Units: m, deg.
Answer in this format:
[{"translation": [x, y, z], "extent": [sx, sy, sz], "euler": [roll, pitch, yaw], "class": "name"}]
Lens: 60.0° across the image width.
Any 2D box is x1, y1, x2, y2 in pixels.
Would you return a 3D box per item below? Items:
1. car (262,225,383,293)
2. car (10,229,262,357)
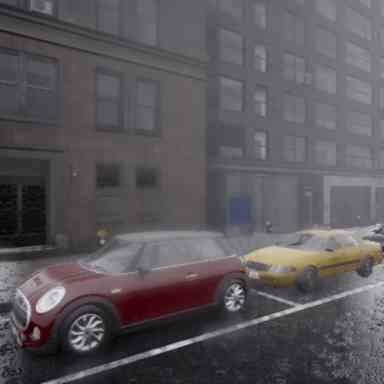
[{"translation": [3.397, 1.624, 9.083], "extent": [4.829, 1.417, 1.752], "euler": [1, -1, -35], "class": "car"}, {"translation": [-0.945, 1.472, 5.988], "extent": [4.097, 1.590, 1.967], "euler": [1, -1, -35], "class": "car"}]
